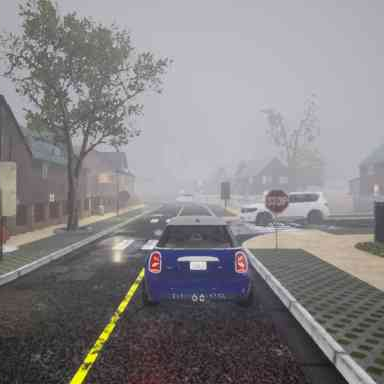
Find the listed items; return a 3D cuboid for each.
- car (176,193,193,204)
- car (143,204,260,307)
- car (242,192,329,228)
[{"bbox_3d":[-1.366,1.243,60.536,2.150,2.045,5.566,0,0,-14],"label":"car"},{"bbox_3d":[0.117,1.350,8.133,2.097,1.767,4.553,0,0,0],"label":"car"},{"bbox_3d":[5.805,1.052,21.076,5.566,2.045,2.150,-2,0,-8],"label":"car"}]
